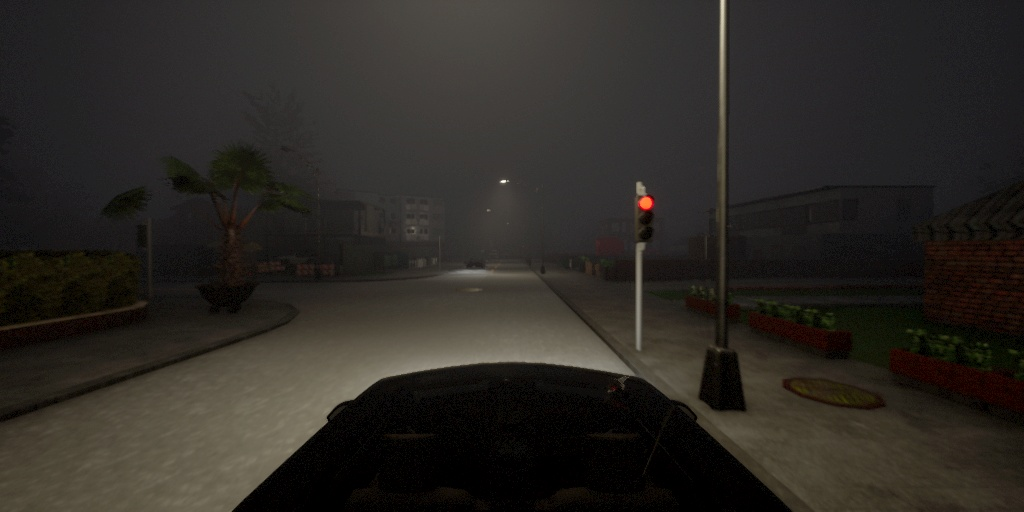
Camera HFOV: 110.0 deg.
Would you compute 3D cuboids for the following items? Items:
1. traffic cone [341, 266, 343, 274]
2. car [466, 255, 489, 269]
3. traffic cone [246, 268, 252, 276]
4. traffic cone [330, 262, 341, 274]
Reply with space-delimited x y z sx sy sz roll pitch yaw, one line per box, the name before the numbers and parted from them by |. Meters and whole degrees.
traffic cone | -15.377 1.076 32.499 0.344 0.586 0.344 0 0 0
car | -3.984 0.771 39.781 1.895 1.301 4.718 0 1 0
traffic cone | -19.787 1.171 27.049 0.344 0.586 0.344 0 0 0
traffic cone | -15.738 1.088 31.930 0.344 0.586 0.344 0 0 0
